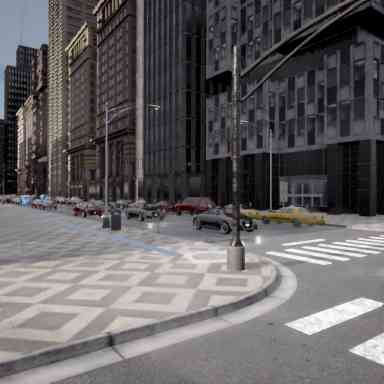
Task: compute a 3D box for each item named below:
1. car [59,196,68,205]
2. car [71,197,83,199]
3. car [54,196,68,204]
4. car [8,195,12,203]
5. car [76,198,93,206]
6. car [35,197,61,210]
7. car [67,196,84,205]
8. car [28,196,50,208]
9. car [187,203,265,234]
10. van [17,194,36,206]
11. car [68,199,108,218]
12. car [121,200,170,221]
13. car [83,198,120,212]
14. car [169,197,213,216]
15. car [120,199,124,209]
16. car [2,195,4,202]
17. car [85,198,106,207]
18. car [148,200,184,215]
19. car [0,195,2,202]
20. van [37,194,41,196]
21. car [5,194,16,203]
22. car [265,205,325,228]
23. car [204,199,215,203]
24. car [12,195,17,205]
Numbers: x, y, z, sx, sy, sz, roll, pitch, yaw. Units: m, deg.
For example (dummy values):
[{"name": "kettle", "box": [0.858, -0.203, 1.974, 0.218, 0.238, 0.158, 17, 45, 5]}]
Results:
[{"name": "car", "box": [-23.534, 1.781, 60.840, 1.895, 1.301, 4.718, 0, 0, -36]}, {"name": "car", "box": [-17.516, 1.654, 52.339, 1.837, 1.490, 4.892, 0, 0, -35]}, {"name": "car", "box": [-28.854, 1.669, 72.965, 1.967, 1.590, 4.097, 0, 0, -35]}, {"name": "car", "box": [-35.805, 1.780, 68.029, 1.802, 1.307, 4.206, 0, 0, -35]}, {"name": "car", "box": [-19.147, 1.760, 59.248, 1.802, 1.307, 4.206, 0, 0, -35]}, {"name": "car", "box": [-19.625, 1.697, 45.164, 1.802, 1.307, 4.206, 0, 0, -35]}, {"name": "car", "box": [-22.383, 1.635, 63.820, 1.967, 1.590, 4.097, 0, 0, -35]}, {"name": "car", "box": [-22.861, 1.713, 49.737, 1.802, 1.307, 4.206, 0, 0, -35]}, {"name": "car", "box": [1.842, 1.596, 19.448, 1.994, 1.385, 4.181, 0, 0, -35]}, {"name": "van", "box": [-29.333, 1.505, 58.884, 1.690, 1.788, 3.998, 0, 0, -35]}, {"name": "car", "box": [-9.917, 1.612, 31.445, 1.887, 1.381, 4.507, 0, 0, -35]}, {"name": "car", "box": [-3.946, 1.623, 27.630, 1.994, 1.385, 4.181, 0, 0, -35]}, {"name": "car", "box": [-9.943, 1.593, 36.115, 1.837, 1.490, 4.892, 0, 0, -35]}, {"name": "car", "box": [0.267, 1.398, 31.812, 2.192, 1.841, 5.009, 0, 0, -35]}, {"name": "car", "box": [-9.440, 1.680, 45.530, 2.008, 1.369, 4.403, 0, 0, -35]}, {"name": "car", "box": [-42.277, 1.814, 77.175, 1.802, 1.307, 4.206, 0, 0, -35]}, {"name": "car", "box": [-15.911, 1.727, 54.675, 1.947, 1.339, 4.313, 0, 0, -35]}, {"name": "car", "box": [-2.968, 1.643, 36.384, 1.887, 1.381, 4.507, 0, 0, -35]}, {"name": "car", "box": [-45.513, 1.690, 81.748, 1.967, 1.590, 4.097, 0, 0, -35]}, {"name": "van", "box": [-38.562, 1.622, 86.684, 1.690, 1.788, 3.998, 0, 0, -35]}, {"name": "car", "box": [-39.041, 1.530, 72.603, 2.192, 1.841, 5.009, 0, 0, -35]}, {"name": "car", "box": [6.641, 1.579, 22.805, 1.752, 1.417, 4.829, 0, 0, -35]}, {"name": "car", "box": [3.405, 1.594, 27.377, 1.752, 1.417, 4.829, 0, 0, -35]}, {"name": "car", "box": [-32.471, 1.705, 63.318, 1.752, 1.417, 4.829, 0, 0, -35]}]
